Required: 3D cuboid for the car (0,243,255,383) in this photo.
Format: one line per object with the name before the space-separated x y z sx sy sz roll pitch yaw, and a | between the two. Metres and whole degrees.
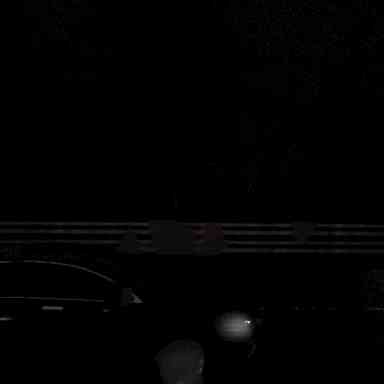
car | -1.614 1.499 4.551 4.892 1.490 1.837 0 0 -2
